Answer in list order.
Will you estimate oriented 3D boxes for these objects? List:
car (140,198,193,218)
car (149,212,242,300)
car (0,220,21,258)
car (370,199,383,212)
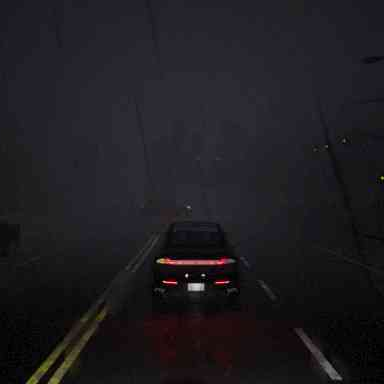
[{"bbox_3d":[-2.152,1.323,28.733,4.553,1.767,2.097,0,0,0],"label":"car"},{"bbox_3d":[0.071,1.492,8.393,2.128,1.511,4.902,0,0,0],"label":"car"},{"bbox_3d":[-7.062,1.477,9.871,1.882,1.535,5.008,0,0,0],"label":"car"},{"bbox_3d":[22.331,1.166,35.993,5.566,2.045,2.150,0,0,0],"label":"car"}]
